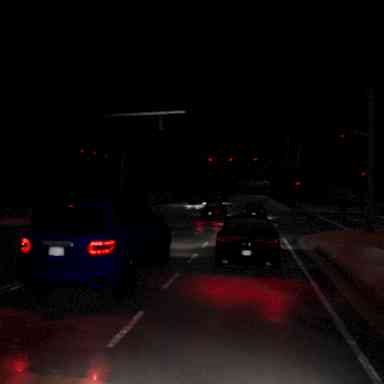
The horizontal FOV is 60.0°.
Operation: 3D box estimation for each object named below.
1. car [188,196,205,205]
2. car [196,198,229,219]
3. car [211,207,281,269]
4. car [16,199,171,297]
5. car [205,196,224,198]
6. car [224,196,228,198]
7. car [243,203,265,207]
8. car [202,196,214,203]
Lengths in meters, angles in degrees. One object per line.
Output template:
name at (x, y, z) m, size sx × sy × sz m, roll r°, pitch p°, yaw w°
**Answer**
car at (0.591, 1.494, 58.482) m, size 1.882 × 1.535 × 5.008 m, roll 0°, pitch 0°, yaw 11°
car at (1.963, 1.548, 29.291) m, size 1.812 × 1.442 × 4.674 m, roll 0°, pitch 0°, yaw 13°
car at (1.910, 1.497, 11.341) m, size 1.882 × 1.535 × 5.008 m, roll 0°, pitch 0°, yaw 10°
car at (-2.099, 1.204, 8.810) m, size 2.150 × 2.045 × 5.566 m, roll 1°, pitch 0°, yaw 9°
car at (3.939, 1.646, 57.386) m, size 1.895 × 1.301 × 4.718 m, roll 0°, pitch 0°, yaw 12°
car at (6.961, 1.614, 72.667) m, size 2.033 × 1.411 × 5.357 m, roll 0°, pitch 0°, yaw 11°
car at (5.091, 1.613, 27.235) m, size 1.994 × 1.385 × 4.181 m, roll 0°, pitch 0°, yaw 13°
car at (3.590, 1.641, 73.670) m, size 1.895 × 1.301 × 4.718 m, roll 0°, pitch 0°, yaw 11°
